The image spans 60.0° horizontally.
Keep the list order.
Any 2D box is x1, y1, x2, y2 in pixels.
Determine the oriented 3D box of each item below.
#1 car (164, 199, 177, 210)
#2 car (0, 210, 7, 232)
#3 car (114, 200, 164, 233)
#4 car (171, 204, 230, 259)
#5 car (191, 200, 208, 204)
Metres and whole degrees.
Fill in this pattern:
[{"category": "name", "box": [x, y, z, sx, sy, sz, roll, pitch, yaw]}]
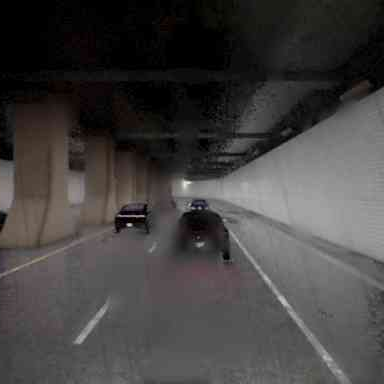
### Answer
[{"category": "car", "box": [-2.688, 1.447, 36.365, 1.895, 1.301, 4.718, 0, 0, 1]}, {"category": "car", "box": [-10.286, 1.482, 15.764, 1.895, 1.301, 4.718, 0, 0, 1]}, {"category": "car", "box": [-3.042, 1.402, 18.876, 2.128, 1.511, 4.902, 0, 0, 1]}, {"category": "car", "box": [0.329, 1.431, 12.484, 1.882, 1.535, 5.008, 0, 0, 1]}, {"category": "car", "box": [0.704, 1.433, 30.991, 2.033, 1.411, 5.357, 0, 0, 1]}]
